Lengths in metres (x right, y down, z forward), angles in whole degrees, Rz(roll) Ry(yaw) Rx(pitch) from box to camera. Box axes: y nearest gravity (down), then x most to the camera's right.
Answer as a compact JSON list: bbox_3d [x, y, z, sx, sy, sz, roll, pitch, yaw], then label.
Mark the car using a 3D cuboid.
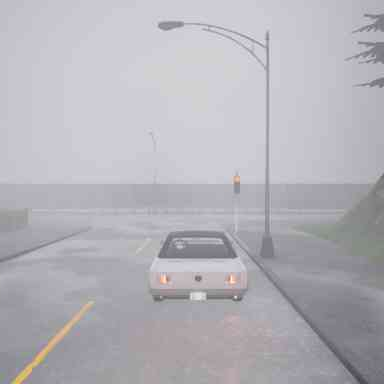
[{"bbox_3d":[0.118,1.601,8.256,1.895,1.301,4.718,0,0,0],"label":"car"}]
